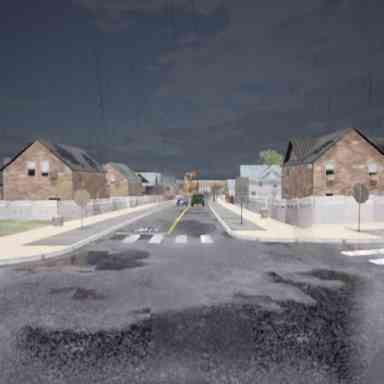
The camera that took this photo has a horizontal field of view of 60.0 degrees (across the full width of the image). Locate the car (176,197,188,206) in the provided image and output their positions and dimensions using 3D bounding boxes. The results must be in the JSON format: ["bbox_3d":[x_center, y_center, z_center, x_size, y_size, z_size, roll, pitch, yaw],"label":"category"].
[{"bbox_3d":[-1.629,1.582,58.072,2.128,1.511,4.902,0,0,2],"label":"car"}]

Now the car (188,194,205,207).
[{"bbox_3d":[0.969,1.296,53.824,2.150,2.045,5.566,0,0,2],"label":"car"}]
